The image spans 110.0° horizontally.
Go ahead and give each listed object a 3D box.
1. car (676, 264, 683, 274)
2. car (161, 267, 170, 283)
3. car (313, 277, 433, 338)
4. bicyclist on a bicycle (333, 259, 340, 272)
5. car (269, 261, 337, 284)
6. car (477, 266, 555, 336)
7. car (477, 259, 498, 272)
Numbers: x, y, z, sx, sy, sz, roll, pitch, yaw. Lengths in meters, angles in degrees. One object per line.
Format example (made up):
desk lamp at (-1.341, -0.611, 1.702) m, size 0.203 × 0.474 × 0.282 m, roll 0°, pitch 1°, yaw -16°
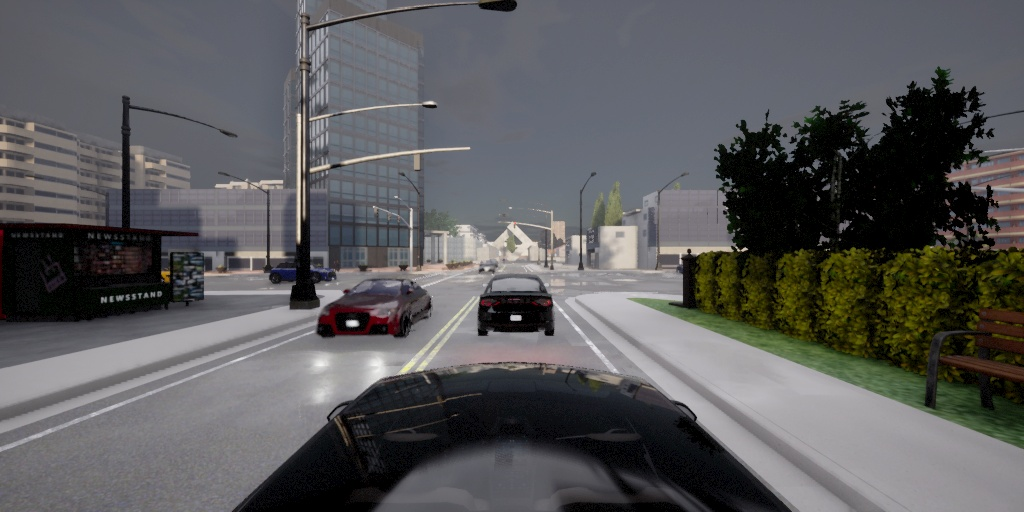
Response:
car at (20.294, 1.056, 38.904) m, size 4.553 × 1.767 × 2.097 m, roll 0°, pitch 0°, yaw 0°
car at (-28.309, 1.481, 28.045) m, size 5.008 × 1.535 × 1.882 m, roll -1°, pitch 0°, yaw 0°
car at (-3.565, 1.314, 10.005) m, size 1.994 × 1.385 × 4.181 m, roll 0°, pitch 0°, yaw 0°
bicyclist on a bicycle at (-21.803, 1.216, 44.543) m, size 0.582 × 1.620 × 1.656 m, roll -1°, pitch 0°, yaw 0°
car at (-16.274, 1.210, 28.084) m, size 4.553 × 1.767 × 2.097 m, roll -1°, pitch 0°, yaw 0°
car at (0.114, 1.228, 10.474) m, size 1.882 × 1.535 × 5.008 m, roll 0°, pitch 0°, yaw 1°
car at (-2.941, 1.265, 40.982) m, size 2.128 × 1.511 × 4.902 m, roll 0°, pitch 0°, yaw -6°
